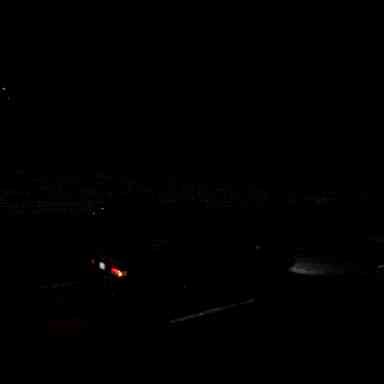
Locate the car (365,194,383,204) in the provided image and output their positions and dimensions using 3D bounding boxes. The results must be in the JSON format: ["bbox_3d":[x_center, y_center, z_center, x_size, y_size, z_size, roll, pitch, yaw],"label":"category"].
[{"bbox_3d":[29.143,1.276,51.595,5.566,2.045,2.150,0,0,-36],"label":"car"}]

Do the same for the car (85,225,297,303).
[{"bbox_3d":[0.224,1.554,8.215,5.357,1.411,2.033,0,0,-35],"label":"car"}]

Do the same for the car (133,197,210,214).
[{"bbox_3d":[-0.964,1.369,20.528,4.553,1.767,2.097,0,0,-36],"label":"car"}]

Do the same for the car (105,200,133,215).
[{"bbox_3d":[-3.177,1.494,23.245,5.008,1.535,1.882,0,0,-36],"label":"car"}]

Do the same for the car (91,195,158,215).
[{"bbox_3d":[-5.055,1.238,26.199,5.566,2.045,2.150,0,0,-36],"label":"car"}]
